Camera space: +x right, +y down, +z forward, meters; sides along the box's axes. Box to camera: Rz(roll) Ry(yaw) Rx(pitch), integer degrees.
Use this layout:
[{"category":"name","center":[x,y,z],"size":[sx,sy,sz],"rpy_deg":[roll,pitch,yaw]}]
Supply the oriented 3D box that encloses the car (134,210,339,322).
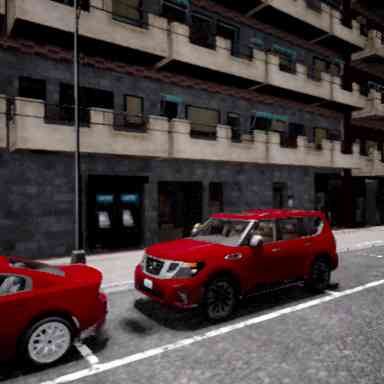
[{"category":"car","center":[1.261,1.354,7.477],"size":[5.009,1.841,2.192],"rpy_deg":[1,-1,-35]}]

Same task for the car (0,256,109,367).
[{"category":"car","center":[-3.349,1.542,4.186],"size":[4.507,1.381,1.887],"rpy_deg":[1,-1,-35]}]
